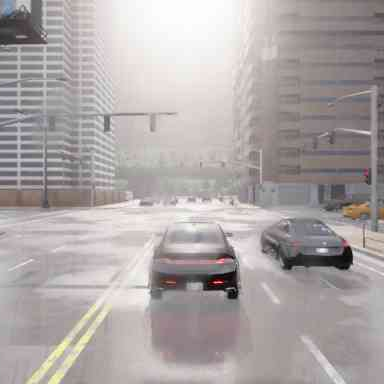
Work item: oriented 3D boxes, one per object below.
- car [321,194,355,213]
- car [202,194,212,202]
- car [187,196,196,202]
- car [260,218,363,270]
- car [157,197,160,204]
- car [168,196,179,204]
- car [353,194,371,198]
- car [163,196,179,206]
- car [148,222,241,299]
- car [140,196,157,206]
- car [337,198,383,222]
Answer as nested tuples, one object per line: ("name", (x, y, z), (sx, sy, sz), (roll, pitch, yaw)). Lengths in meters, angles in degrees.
("car", (17.141, 1.221, 36.480), (5.566, 2.045, 2.150), (0, 0, 0))
("car", (3.382, 1.355, 76.795), (2.097, 1.767, 4.553), (0, 0, 0))
("car", (-0.115, 1.540, 75.248), (2.033, 1.411, 5.357), (0, 0, 0))
("car", (3.563, 1.564, 11.072), (1.994, 1.385, 4.181), (0, 0, 0))
("car", (-7.152, 1.526, 63.167), (1.812, 1.442, 4.674), (0, 0, 1))
("car", (-3.645, 1.505, 64.988), (1.837, 1.490, 4.892), (0, 0, 0))
("car", (18.967, 1.352, 32.960), (4.553, 1.767, 2.097), (0, 0, 0))
("car", (-3.673, 1.491, 55.049), (2.128, 1.511, 4.902), (0, 0, 0))
("car", (0.052, 1.492, 8.420), (2.128, 1.511, 4.902), (0, 0, 0))
("car", (-7.177, 1.526, 53.254), (1.812, 1.442, 4.674), (0, 0, 1))
("car", (14.331, 1.477, 25.795), (5.008, 1.535, 1.882), (0, 0, 0))
